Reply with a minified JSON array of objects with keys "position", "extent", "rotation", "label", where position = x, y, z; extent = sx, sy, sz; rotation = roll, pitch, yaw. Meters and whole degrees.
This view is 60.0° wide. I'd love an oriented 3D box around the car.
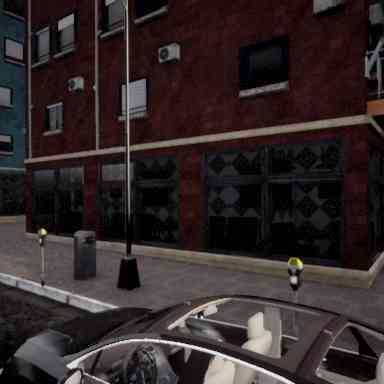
[{"position":[0.193,1.550,2.594],"extent":[4.403,1.369,2.008],"rotation":[0,-1,36],"label":"car"}]
